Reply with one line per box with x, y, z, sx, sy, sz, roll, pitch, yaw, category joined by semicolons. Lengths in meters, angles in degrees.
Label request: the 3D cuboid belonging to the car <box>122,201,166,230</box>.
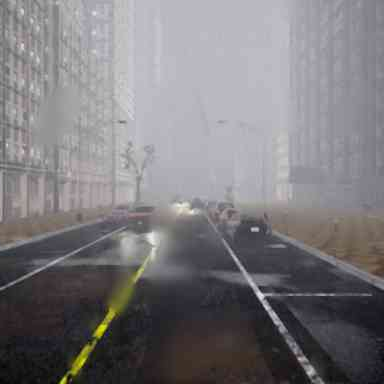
-3.096;1.590;22.317;1.882;1.535;5.008;0;0;0;car

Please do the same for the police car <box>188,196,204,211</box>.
0.610;1.654;45.778;1.930;1.638;5.238;0;0;-5;police car

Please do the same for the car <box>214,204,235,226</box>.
2.684;1.693;21.878;1.802;1.307;4.206;-1;0;0;car

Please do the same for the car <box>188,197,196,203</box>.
0.008;1.821;80.046;1.994;1.385;4.181;0;0;0;car

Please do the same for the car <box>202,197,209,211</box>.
2.687;1.788;44.449;1.947;1.339;4.313;-1;0;0;car

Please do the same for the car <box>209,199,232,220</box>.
2.684;1.579;27.521;1.967;1.590;4.097;-1;0;0;car

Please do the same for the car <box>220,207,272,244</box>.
2.684;1.649;16.236;1.947;1.339;4.313;-1;0;0;car

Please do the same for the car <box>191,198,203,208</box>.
0.824;1.782;55.711;1.837;1.490;4.892;0;0;0;car

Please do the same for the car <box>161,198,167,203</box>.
-5.691;1.908;72.652;2.008;1.369;4.403;-1;0;0;car

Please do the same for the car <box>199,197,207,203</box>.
2.691;1.955;83.948;1.887;1.381;4.507;-1;0;0;car

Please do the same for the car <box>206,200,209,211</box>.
2.686;1.733;33.163;1.947;1.339;4.313;-1;0;0;car

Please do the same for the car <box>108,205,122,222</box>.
-5.695;1.721;27.523;1.802;1.307;4.206;-1;0;0;car

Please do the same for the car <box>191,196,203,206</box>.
0.854;1.657;61.682;2.097;1.767;4.553;0;0;0;car

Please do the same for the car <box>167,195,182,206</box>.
-3.010;1.538;63.698;2.150;2.045;5.566;0;0;1;car

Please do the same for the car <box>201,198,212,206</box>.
2.689;1.830;61.547;1.752;1.417;4.829;-1;0;0;car

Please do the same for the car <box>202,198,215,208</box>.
2.688;1.822;55.734;1.887;1.381;4.507;-1;0;0;car

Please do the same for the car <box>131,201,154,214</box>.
-5.695;1.760;38.805;1.947;1.339;4.313;-1;0;0;car
